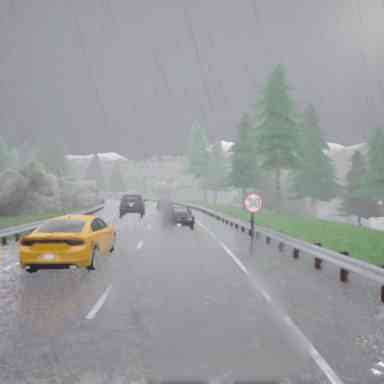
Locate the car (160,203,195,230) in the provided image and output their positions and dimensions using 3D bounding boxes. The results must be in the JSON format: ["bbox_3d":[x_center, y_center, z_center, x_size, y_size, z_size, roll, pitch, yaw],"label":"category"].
[{"bbox_3d":[-0.946,1.603,21.325,1.895,1.301,4.718,0,0,-5],"label":"car"}]

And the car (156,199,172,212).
[{"bbox_3d":[-3.207,1.554,39.457,2.033,1.411,5.357,0,0,-9],"label":"car"}]

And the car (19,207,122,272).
[{"bbox_3d":[-3.749,1.484,10.896,1.882,1.535,5.008,0,0,-3],"label":"car"}]

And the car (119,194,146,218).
[{"bbox_3d":[-5.516,1.232,31.080,2.150,2.045,5.566,0,0,-7],"label":"car"}]
